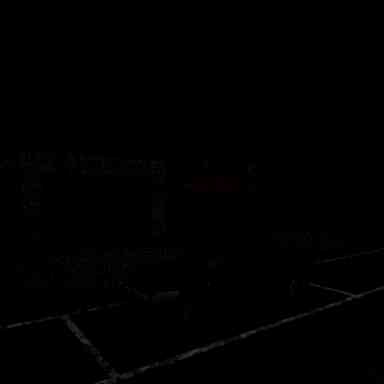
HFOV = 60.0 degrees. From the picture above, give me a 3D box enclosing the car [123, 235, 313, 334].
[{"bbox_3d":[0.710,1.580,6.684,4.206,1.307,1.802,0,0,-35],"label":"car"}]
